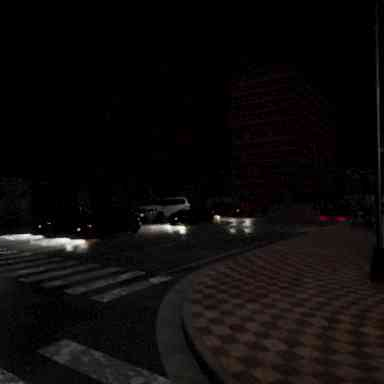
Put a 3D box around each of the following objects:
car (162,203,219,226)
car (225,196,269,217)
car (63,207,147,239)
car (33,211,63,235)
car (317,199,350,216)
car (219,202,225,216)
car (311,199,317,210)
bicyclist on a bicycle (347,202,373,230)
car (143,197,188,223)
[{"bbox_3d":[-0.028,1.806,26.110,1.994,1.385,4.181,-1,-1,36],"label":"car"},{"bbox_3d":[6.084,1.459,34.621,2.150,2.045,5.566,-1,-1,36],"label":"car"},{"bbox_3d":[-4.914,1.809,19.286,1.994,1.385,4.181,-1,0,34],"label":"car"},{"bbox_3d":[-7.829,1.854,21.239,1.994,1.385,4.181,-1,-1,36],"label":"car"},{"bbox_3d":[14.978,1.495,34.714,2.097,1.767,4.553,-1,0,36],"label":"car"},{"bbox_3d":[3.445,1.846,36.916,1.994,1.385,4.181,-1,-1,37],"label":"car"},{"bbox_3d":[17.299,1.720,45.233,1.812,1.442,4.674,-1,0,26],"label":"car"},{"bbox_3d":[9.973,1.388,19.514,1.656,1.620,0.582,-1,-1,36],"label":"bicyclist on a bicycle"},{"bbox_3d":[-2.393,1.508,28.846,2.150,2.045,5.566,-1,-1,36],"label":"car"}]
